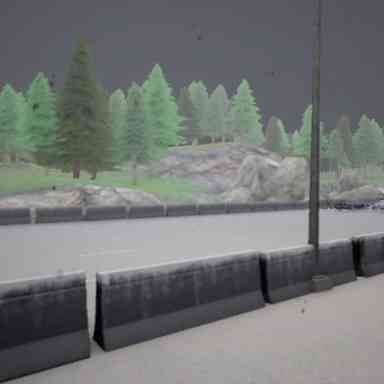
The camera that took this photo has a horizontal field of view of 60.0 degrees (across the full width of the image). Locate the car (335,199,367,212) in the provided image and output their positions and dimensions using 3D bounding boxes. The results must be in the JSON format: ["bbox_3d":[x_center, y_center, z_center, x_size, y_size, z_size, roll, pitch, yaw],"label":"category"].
[{"bbox_3d":[18.719,1.533,38.821,4.718,1.301,1.895,-1,0,-35],"label":"car"}]

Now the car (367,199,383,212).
[{"bbox_3d":[21.650,1.447,36.606,4.674,1.442,1.812,-1,0,-36],"label":"car"}]
